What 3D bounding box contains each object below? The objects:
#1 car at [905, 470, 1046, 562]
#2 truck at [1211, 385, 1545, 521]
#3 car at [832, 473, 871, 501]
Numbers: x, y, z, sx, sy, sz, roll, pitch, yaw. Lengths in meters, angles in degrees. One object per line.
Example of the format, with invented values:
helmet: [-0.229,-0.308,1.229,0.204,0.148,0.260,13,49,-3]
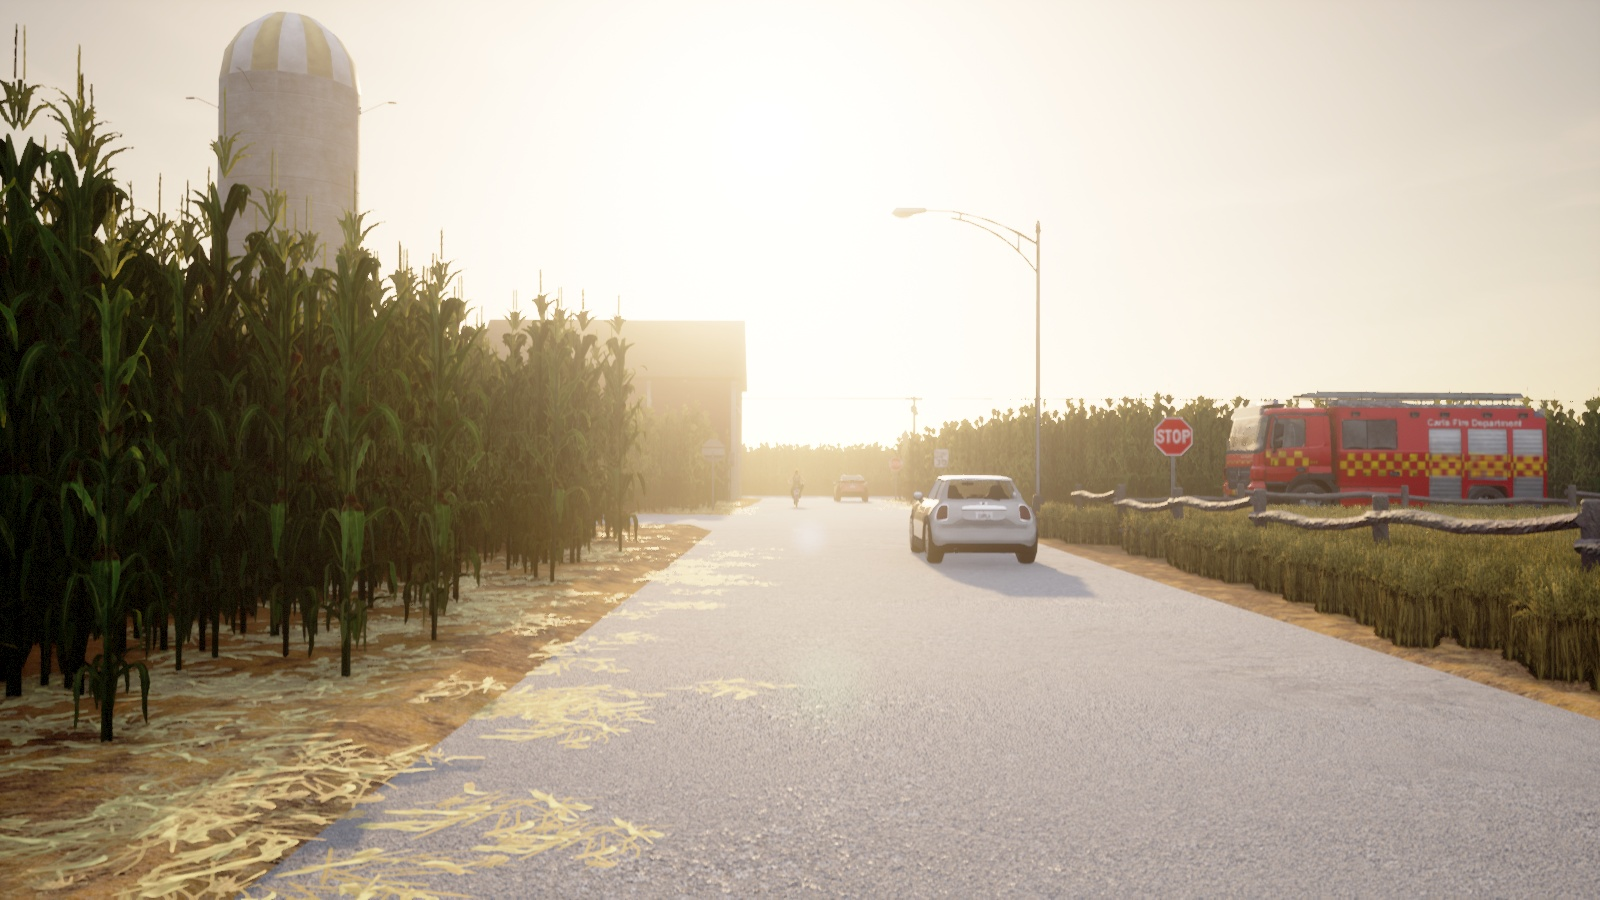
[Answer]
car: [3.041,1.114,22.543,1.970,1.475,3.806,0,-1,0]
truck: [16.794,0.103,36.938,8.468,3.827,2.891,0,-1,0]
car: [2.916,2.069,71.322,2.007,1.525,4.514,0,-1,0]
